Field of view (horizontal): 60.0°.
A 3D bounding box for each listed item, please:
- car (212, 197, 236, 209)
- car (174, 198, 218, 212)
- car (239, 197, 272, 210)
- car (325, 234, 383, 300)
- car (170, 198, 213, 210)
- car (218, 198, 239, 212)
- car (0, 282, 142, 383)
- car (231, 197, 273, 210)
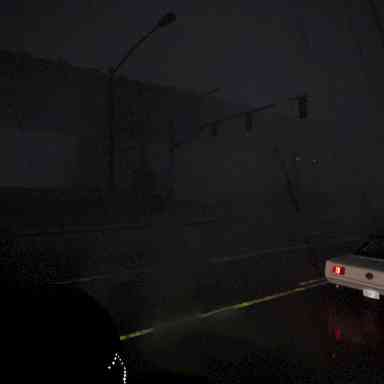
[{"bbox_3d":[3.819,1.295,39.129,1.853,1.218,4.536,0,0,18],"label":"car"},{"bbox_3d":[0.060,1.453,36.392,4.974,1.542,2.038,0,0,8],"label":"car"},{"bbox_3d":[7.661,1.295,42.834,4.536,1.218,1.853,0,0,-7],"label":"car"},{"bbox_3d":[5.142,1.601,7.447,4.718,1.301,1.895,0,0,-35],"label":"car"},{"bbox_3d":[0.008,1.295,36.399,4.536,1.218,1.853,0,0,8],"label":"car"},{"bbox_3d":[3.803,1.453,39.079,2.038,1.542,4.974,0,0,18],"label":"car"},{"bbox_3d":[-3.003,1.221,1.607,5.566,2.045,2.150,0,0,-35],"label":"car"},{"bbox_3d":[7.712,1.453,42.840,4.974,1.542,2.038,0,0,-7],"label":"car"}]
